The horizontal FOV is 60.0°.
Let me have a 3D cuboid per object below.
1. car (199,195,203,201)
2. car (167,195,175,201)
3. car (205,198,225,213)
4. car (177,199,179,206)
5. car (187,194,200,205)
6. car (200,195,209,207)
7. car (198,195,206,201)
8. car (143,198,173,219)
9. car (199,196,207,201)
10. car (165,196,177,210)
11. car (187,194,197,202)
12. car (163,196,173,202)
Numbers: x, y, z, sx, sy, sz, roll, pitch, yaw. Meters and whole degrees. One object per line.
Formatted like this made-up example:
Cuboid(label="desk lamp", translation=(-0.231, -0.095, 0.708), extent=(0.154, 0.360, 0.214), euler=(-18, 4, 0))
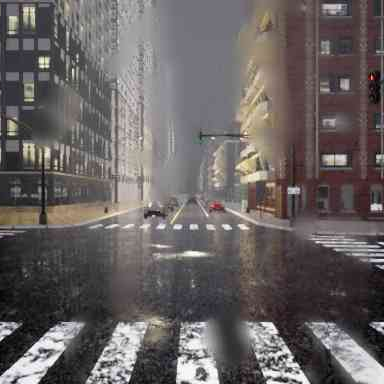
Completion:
Cuboid(label="car", translation=(2.679, 1.593, 55.725), extent=(2.008, 1.369, 4.403), euler=(0, 0, 0))
Cuboid(label="car", translation=(-5.711, 1.631, 89.614), extent=(1.887, 1.381, 4.507), euler=(0, 0, 0))
Cuboid(label="car", translation=(2.733, 1.606, 37.159), extent=(1.802, 1.307, 4.206), euler=(0, 0, 0))
Cuboid(label="car", translation=(-3.100, 1.564, 52.244), extent=(1.812, 1.442, 4.674), euler=(0, 0, 1))
Cuboid(label="car", translation=(-0.013, 1.572, 59.757), extent=(1.812, 1.442, 4.674), euler=(0, 0, 0))
Cuboid(label="car", translation=(2.679, 1.587, 50.077), extent=(2.008, 1.369, 4.403), euler=(0, 0, 0))
Cuboid(label="car", translation=(2.669, 1.526, 89.617), extent=(1.967, 1.590, 4.097), euler=(0, 0, 0))
Cuboid(label="car", translation=(-3.109, 1.564, 29.664), extent=(2.033, 1.411, 5.357), euler=(0, 0, 0))
Cuboid(label="car", translation=(2.670, 1.659, 83.968), extent=(1.802, 1.307, 4.206), euler=(0, 0, 0))
Cuboid(label="car", translation=(-3.108, 1.530, 39.779), extent=(1.837, 1.490, 4.892), euler=(0, 0, 0))
Cuboid(label="car", translation=(-0.016, 1.246, 69.730), extent=(2.097, 1.767, 4.553), euler=(0, 0, 0))
Cuboid(label="car", translation=(-5.708, 1.620, 78.317), extent=(2.008, 1.369, 4.403), euler=(0, 0, 0))
